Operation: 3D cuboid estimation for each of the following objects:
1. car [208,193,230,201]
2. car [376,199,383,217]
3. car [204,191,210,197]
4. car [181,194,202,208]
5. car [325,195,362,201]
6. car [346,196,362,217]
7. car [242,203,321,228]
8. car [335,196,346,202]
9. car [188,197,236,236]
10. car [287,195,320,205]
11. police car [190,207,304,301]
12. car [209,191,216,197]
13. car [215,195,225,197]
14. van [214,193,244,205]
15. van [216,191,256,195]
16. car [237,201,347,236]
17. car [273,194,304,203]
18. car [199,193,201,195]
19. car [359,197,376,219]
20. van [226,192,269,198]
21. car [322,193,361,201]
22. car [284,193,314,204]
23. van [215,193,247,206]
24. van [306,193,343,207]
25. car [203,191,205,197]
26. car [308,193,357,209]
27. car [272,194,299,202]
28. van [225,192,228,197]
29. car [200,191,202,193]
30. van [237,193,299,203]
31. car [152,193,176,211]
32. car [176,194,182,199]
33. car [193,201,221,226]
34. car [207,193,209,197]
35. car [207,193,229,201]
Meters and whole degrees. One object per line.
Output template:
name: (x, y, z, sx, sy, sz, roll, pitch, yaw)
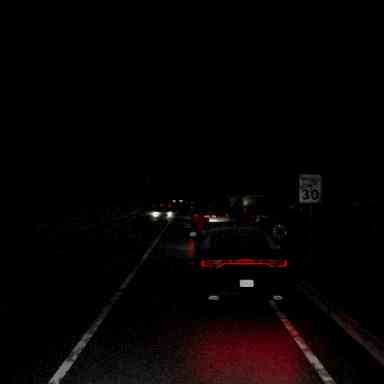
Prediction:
car: (5.618, 1.038, 69.373, 4.553, 1.767, 2.185, 0, 1, 0)
car: (18.787, 1.461, 28.096, 4.892, 1.521, 2.231, 0, 0, 0)
car: (5.629, 0.962, 63.766, 5.566, 2.045, 2.435, 0, 1, 0)
car: (0.007, 1.420, 45.089, 2.033, 1.411, 5.357, 0, 0, 1)
car: (18.805, 1.451, 39.206, 4.792, 1.488, 2.163, 0, 0, 0)
car: (18.969, 1.443, 33.651, 5.366, 1.575, 1.946, 0, 0, 0)
car: (5.726, 1.505, 21.710, 4.674, 1.452, 2.002, 0, 0, 0)
car: (18.751, 1.468, 36.423, 4.792, 1.488, 2.163, 0, 0, 0)
car: (0.971, 1.332, 18.377, 2.097, 1.767, 4.553, 0, 0, 0)
car: (18.721, 1.315, 55.860, 4.792, 1.488, 2.163, 0, 1, 0)
police car: (0.973, 1.420, 8.504, 1.930, 1.638, 5.238, 0, 0, 0)
car: (5.656, 1.112, 46.946, 5.566, 2.045, 2.435, 0, 1, 0)
car: (5.699, 1.408, 41.340, 4.892, 1.521, 2.231, 0, 0, 0)
van: (5.792, 1.088, 52.554, 4.442, 1.987, 1.878, 0, 1, 0)
van: (5.805, 1.162, 44.146, 4.442, 1.987, 1.878, 0, 0, 0)
car: (5.543, 1.465, 18.907, 5.366, 1.575, 1.946, 0, 0, 0)
car: (18.552, 1.208, 64.186, 5.366, 1.575, 1.946, 0, 0, 0)
car: (-0.011, 1.273, 58.234, 2.128, 1.511, 4.902, 0, 0, 0)
car: (18.784, 1.454, 30.874, 5.008, 1.535, 2.097, 0, 0, 0)
van: (5.594, 1.229, 30.124, 4.442, 1.987, 1.878, 0, 0, 0)
car: (18.743, 1.152, 41.979, 5.566, 2.045, 2.435, 0, 0, 0)
car: (18.777, 1.135, 58.636, 4.553, 1.767, 2.185, 0, 1, 0)
van: (5.797, 1.113, 49.750, 4.442, 1.987, 1.878, 0, 1, 0)
van: (18.880, 1.134, 47.532, 4.442, 1.987, 1.878, 0, 1, 0)
car: (5.625, 0.937, 66.569, 5.566, 2.045, 2.435, 0, 1, 0)
car: (18.796, 1.133, 44.756, 5.566, 2.045, 2.435, 0, 1, 0)
car: (18.738, 1.187, 66.963, 4.892, 1.521, 2.231, 0, 1, 0)
van: (5.823, 1.221, 32.925, 4.442, 1.987, 1.878, 0, 0, 0)
car: (5.795, 0.936, 94.603, 5.366, 1.575, 1.946, 0, 1, 0)
van: (5.836, 1.236, 24.513, 4.442, 1.987, 1.878, 0, 0, 0)
car: (-3.357, 1.126, 39.325, 2.150, 2.045, 5.566, 0, 0, 0)
car: (-3.265, 1.100, 76.845, 1.882, 1.535, 5.008, 0, 0, 0)
car: (0.970, 1.471, 24.415, 1.837, 1.490, 4.892, 0, 0, 0)
car: (5.660, 1.279, 60.965, 4.674, 1.452, 2.002, 0, 1, 0)
car: (5.613, 1.013, 72.177, 4.553, 1.767, 2.185, 0, 1, 0)
